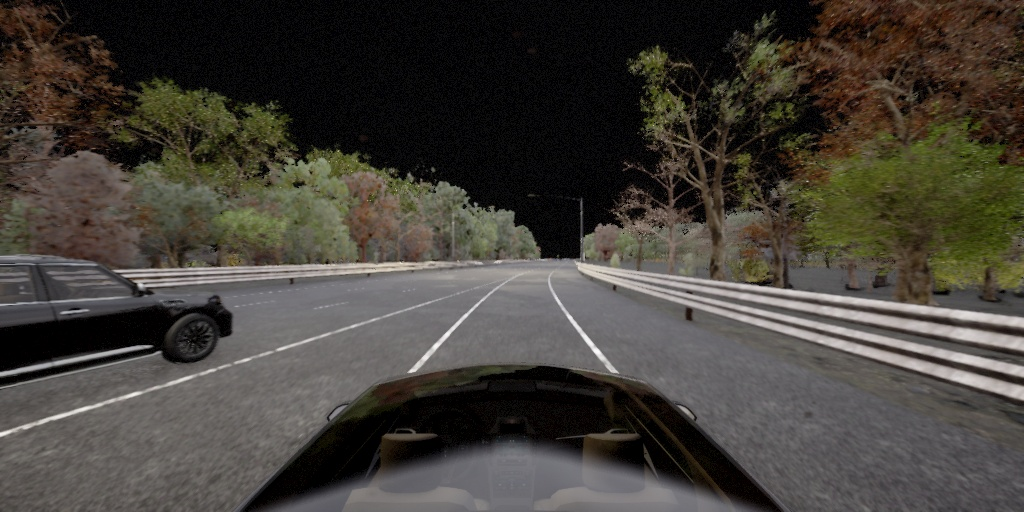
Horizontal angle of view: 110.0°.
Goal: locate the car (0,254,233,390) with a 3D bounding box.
[{"bbox_3d":[-7.208,0.988,5.126,2.150,2.045,5.566,0,0,10],"label":"car"}]
